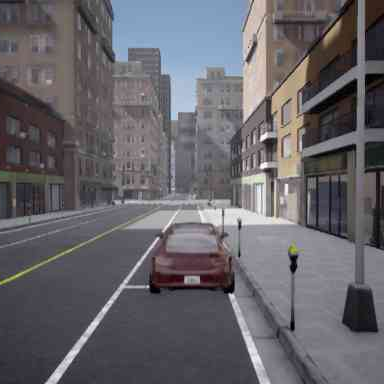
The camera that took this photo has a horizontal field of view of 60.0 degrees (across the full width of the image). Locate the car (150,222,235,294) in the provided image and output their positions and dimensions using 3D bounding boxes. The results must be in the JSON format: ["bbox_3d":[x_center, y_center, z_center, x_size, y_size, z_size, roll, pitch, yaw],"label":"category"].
[{"bbox_3d":[0.003,1.513,8.652,1.812,1.442,4.674,0,0,0],"label":"car"}]
